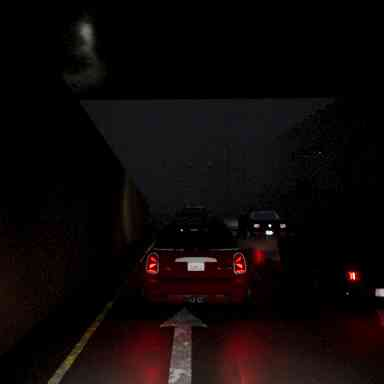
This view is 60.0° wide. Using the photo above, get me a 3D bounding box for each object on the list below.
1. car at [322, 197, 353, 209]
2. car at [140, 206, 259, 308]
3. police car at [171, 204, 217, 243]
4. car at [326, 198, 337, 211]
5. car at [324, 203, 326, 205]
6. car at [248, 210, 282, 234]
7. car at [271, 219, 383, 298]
[{"bbox_3d":[17.553,1.293,39.987,1.853,1.218,4.536,0,0,45],"label":"car"},{"bbox_3d":[0.079,1.352,8.055,2.097,1.767,4.553,0,0,0],"label":"car"},{"bbox_3d":[0.087,1.504,17.180,2.038,1.542,4.974,0,0,0],"label":"police car"},{"bbox_3d":[17.414,1.451,35.343,2.038,1.542,4.974,0,0,-35],"label":"car"},{"bbox_3d":[17.516,1.451,39.950,2.038,1.542,4.974,0,0,45],"label":"car"},{"bbox_3d":[3.591,1.600,17.628,1.895,1.301,4.718,0,0,0],"label":"car"},{"bbox_3d":[3.603,1.601,8.471,1.895,1.301,4.718,0,0,0],"label":"car"}]
